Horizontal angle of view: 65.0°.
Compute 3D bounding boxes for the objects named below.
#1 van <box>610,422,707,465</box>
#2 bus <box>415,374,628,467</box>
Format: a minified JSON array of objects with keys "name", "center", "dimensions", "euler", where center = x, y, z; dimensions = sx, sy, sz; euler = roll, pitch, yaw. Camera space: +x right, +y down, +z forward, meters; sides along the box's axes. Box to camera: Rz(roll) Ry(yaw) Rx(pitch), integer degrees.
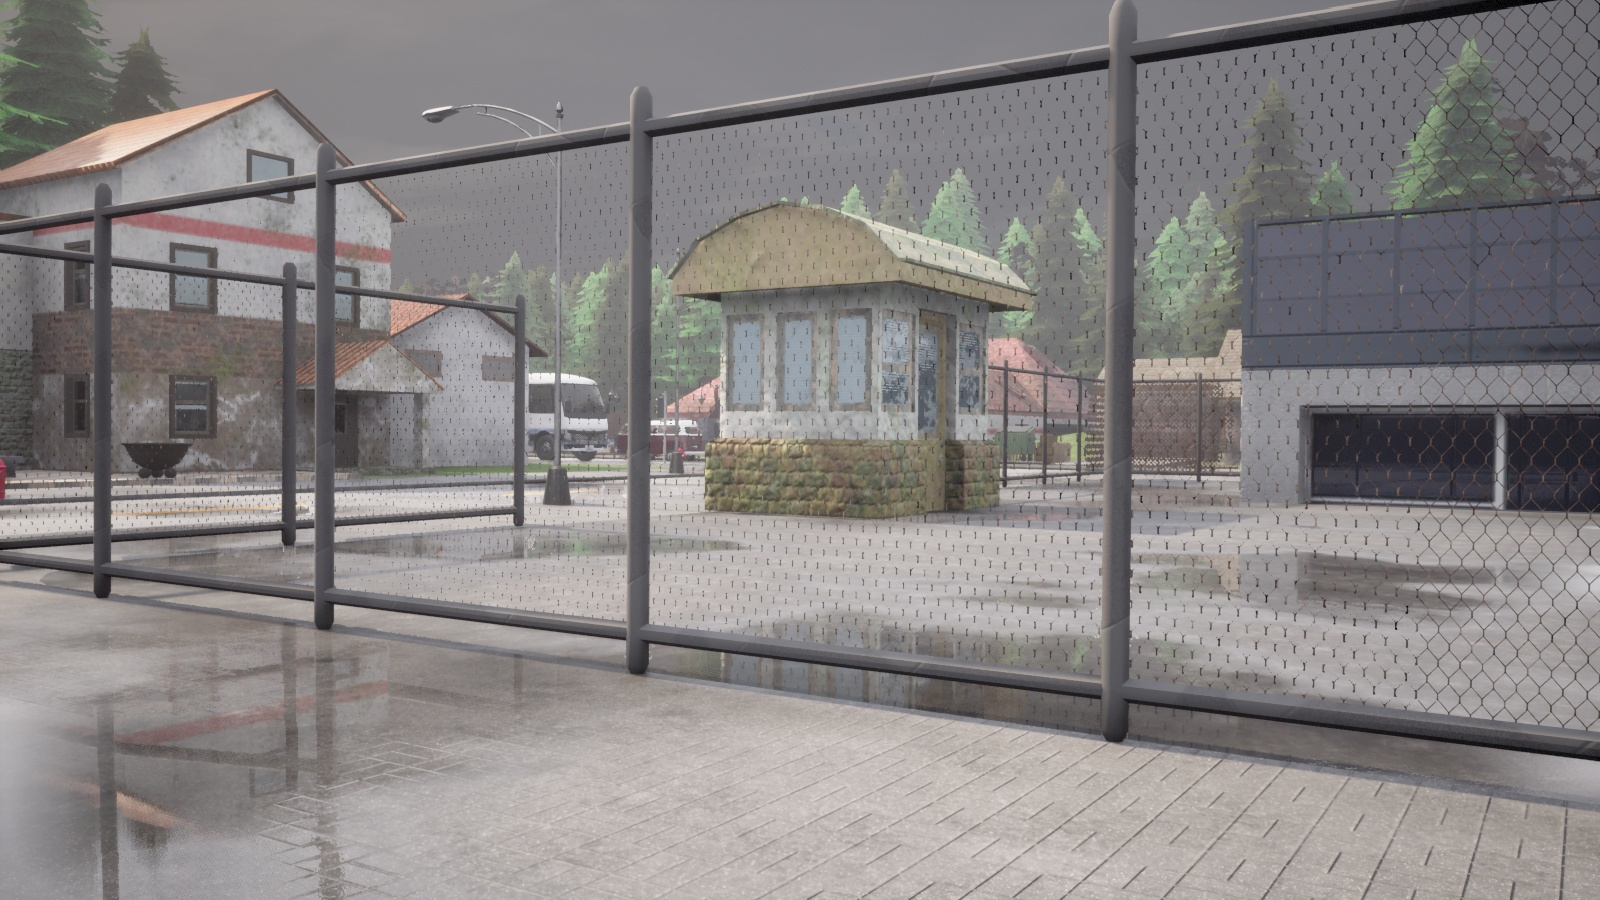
[{"name":"van","center":[-7.019,-0.331,62.181],"dimensions":[4.480,2.038,2.069],"euler":[0,1,32]},{"name":"bus","center":[-13.741,-1.362,61.640],"dimensions":[10.273,4.253,3.944],"euler":[0,1,31]}]
